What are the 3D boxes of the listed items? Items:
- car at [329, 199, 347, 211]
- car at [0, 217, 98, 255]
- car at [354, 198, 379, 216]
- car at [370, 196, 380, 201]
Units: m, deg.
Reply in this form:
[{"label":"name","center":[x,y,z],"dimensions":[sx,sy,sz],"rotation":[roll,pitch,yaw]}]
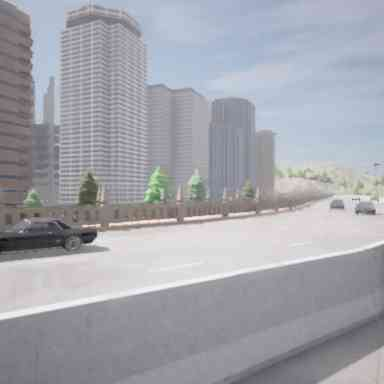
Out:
[{"label":"car","center":[20.037,1.734,45.617],"dimensions":[1.837,1.490,4.892],"rotation":[0,0,25]},{"label":"car","center":[-6.166,1.670,12.634],"dimensions":[4.718,1.301,1.895],"rotation":[0,0,-38]},{"label":"car","center":[18.474,1.703,35.254],"dimensions":[1.812,1.442,4.674],"rotation":[0,-1,31]},{"label":"car","center":[38.876,1.491,70.783],"dimensions":[1.812,1.442,4.674],"rotation":[0,0,24]}]
